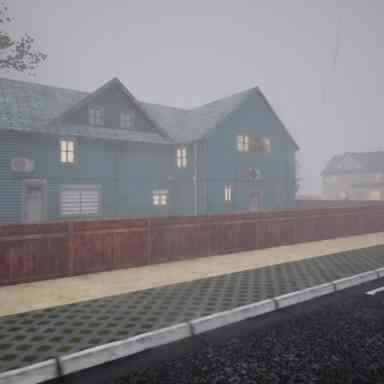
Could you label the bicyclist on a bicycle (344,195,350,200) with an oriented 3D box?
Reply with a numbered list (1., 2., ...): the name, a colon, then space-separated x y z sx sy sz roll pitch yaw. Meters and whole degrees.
1. bicyclist on a bicycle: 17.044 1.207 36.557 1.656 1.620 0.582 -1 1 -36
